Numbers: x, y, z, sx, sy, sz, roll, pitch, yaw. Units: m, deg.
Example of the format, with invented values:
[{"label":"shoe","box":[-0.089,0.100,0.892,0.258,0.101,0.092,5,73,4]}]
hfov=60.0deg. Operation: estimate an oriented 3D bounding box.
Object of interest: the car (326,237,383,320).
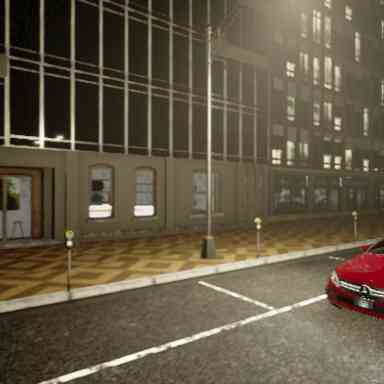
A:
[{"label":"car","box":[4.654,1.518,6.698,4.674,1.442,1.812,0,0,-36]}]
